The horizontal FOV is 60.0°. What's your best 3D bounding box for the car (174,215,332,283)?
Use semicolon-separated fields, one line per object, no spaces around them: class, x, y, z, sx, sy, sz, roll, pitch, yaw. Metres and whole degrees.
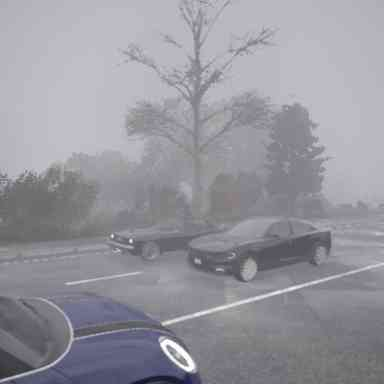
car;2.159;1.481;9.919;5.008;1.535;1.882;0;0;-36

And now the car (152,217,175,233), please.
car;-0.600;1.608;12.235;4.718;1.301;1.895;0;0;-36

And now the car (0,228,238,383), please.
car;-2.094;1.356;2.304;4.553;1.767;2.097;0;0;-36
